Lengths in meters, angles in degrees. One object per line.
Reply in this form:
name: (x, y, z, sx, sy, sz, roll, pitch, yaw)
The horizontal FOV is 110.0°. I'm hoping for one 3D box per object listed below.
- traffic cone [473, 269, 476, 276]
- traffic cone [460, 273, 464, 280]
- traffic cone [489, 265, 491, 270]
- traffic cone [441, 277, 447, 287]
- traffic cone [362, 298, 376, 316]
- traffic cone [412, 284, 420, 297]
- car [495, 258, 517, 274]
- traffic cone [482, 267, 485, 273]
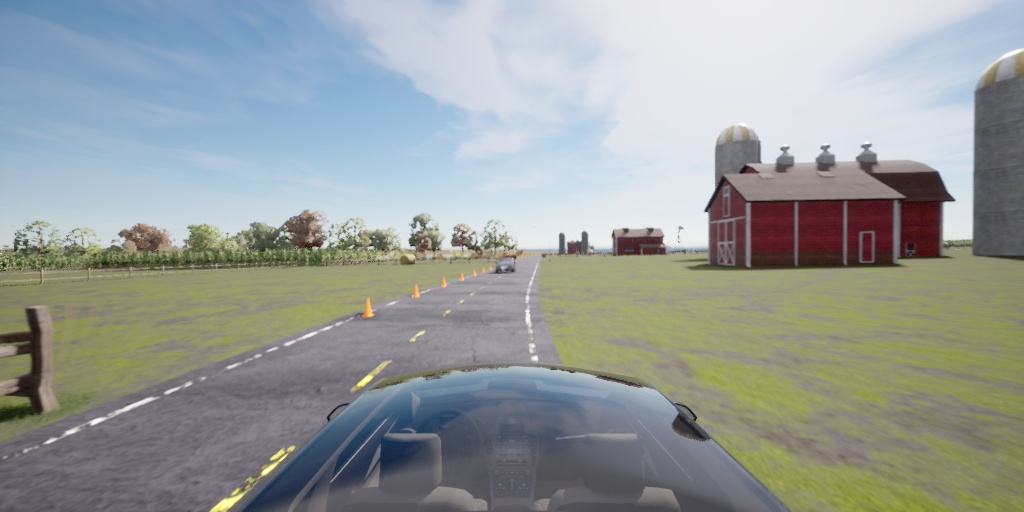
traffic cone: (-3.329, 1.471, 31.837, 0.340, 0.580, 0.340, 0, 0, 5)
traffic cone: (-3.738, 1.519, 26.854, 0.340, 0.580, 0.340, 0, 0, 5)
traffic cone: (-2.510, 1.374, 41.803, 0.340, 0.580, 0.340, 0, 0, 5)
traffic cone: (-4.149, 1.567, 21.867, 0.340, 0.580, 0.340, 0, 0, 5)
traffic cone: (-4.710, 1.660, 11.761, 0.340, 0.580, 0.340, 0, 0, 2)
traffic cone: (-4.492, 1.614, 16.818, 0.340, 0.580, 0.340, 0, 0, 3)
car: (-0.584, 0.945, 36.301, 2.128, 1.511, 4.902, 0, 1, 5)
traffic cone: (-2.920, 1.423, 36.821, 0.340, 0.580, 0.340, 0, 0, 5)
